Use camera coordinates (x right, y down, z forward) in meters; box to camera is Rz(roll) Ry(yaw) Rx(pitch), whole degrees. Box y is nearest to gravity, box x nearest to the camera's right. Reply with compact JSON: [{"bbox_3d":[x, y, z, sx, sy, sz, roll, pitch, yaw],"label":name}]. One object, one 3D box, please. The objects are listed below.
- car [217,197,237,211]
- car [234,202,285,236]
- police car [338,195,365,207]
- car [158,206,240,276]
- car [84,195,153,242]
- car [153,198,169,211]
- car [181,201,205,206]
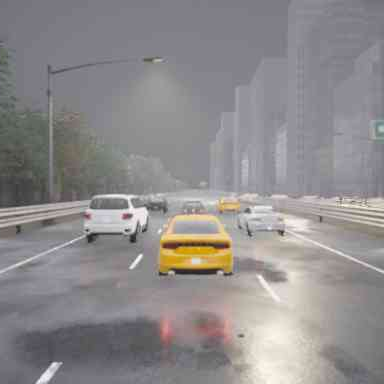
[{"bbox_3d":[3.607,1.295,33.789,1.882,1.535,5.008,0,0,0],"label":"car"},{"bbox_3d":[3.590,1.427,17.671,1.812,1.442,4.674,0,0,0],"label":"car"},{"bbox_3d":[22.924,1.332,48.875,1.930,1.638,5.238,0,1,-17],"label":"police car"},{"bbox_3d":[0.096,1.421,10.142,1.882,1.535,5.008,0,0,0],"label":"car"},{"bbox_3d":[-3.409,1.132,15.888,2.150,2.045,5.566,0,0,-1],"label":"car"},{"bbox_3d":[-3.392,1.295,33.787,1.882,1.535,5.008,0,0,0],"label":"car"},{"bbox_3d":[0.106,1.399,27.028,2.033,1.411,5.357,0,0,0],"label":"car"}]
